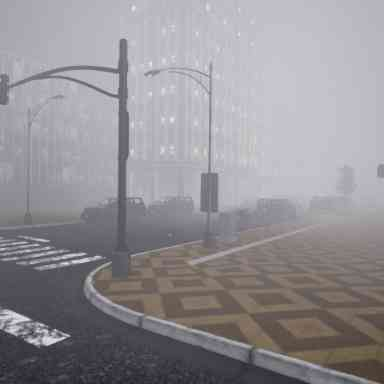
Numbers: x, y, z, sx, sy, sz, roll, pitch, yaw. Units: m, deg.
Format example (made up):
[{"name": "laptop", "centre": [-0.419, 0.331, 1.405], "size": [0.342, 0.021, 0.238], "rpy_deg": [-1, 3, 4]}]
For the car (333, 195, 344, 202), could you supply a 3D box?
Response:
[{"name": "car", "centre": [36.319, 1.570, 82.378], "size": [1.752, 1.417, 4.829], "rpy_deg": [1, 1, 35]}]

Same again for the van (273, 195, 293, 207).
[{"name": "van", "centre": [13.948, 1.345, 50.846], "size": [1.690, 1.788, 3.998], "rpy_deg": [1, 0, 35]}]

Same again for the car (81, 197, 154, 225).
[{"name": "car", "centre": [-5.418, 1.274, 23.775], "size": [2.192, 1.841, 5.009], "rpy_deg": [1, 0, 35]}]

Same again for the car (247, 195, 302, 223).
[{"name": "car", "centre": [6.797, 1.409, 26.927], "size": [2.192, 1.841, 5.009], "rpy_deg": [1, 0, 35]}]

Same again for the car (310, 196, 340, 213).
[{"name": "car", "centre": [15.386, 1.427, 39.164], "size": [2.192, 1.841, 5.009], "rpy_deg": [1, 0, 35]}]

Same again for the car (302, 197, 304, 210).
[{"name": "car", "centre": [10.958, 1.615, 37.450], "size": [2.033, 1.411, 5.357], "rpy_deg": [1, 1, 35]}]

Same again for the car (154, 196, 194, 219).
[{"name": "car", "centre": [-1.755, 1.283, 28.939], "size": [2.192, 1.841, 5.009], "rpy_deg": [1, 0, 35]}]

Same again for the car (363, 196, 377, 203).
[{"name": "car", "centre": [39.634, 1.598, 73.432], "size": [1.967, 1.590, 4.097], "rpy_deg": [1, 1, 35]}]

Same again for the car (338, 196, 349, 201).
[{"name": "car", "centre": [39.612, 1.623, 87.020], "size": [1.947, 1.339, 4.313], "rpy_deg": [1, 1, 35]}]

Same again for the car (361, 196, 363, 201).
[{"name": "car", "centre": [44.102, 1.655, 84.162], "size": [2.128, 1.511, 4.902], "rpy_deg": [1, 1, 35]}]

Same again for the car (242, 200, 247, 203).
[{"name": "car", "centre": [7.769, 1.430, 42.252], "size": [1.967, 1.590, 4.097], "rpy_deg": [1, 0, 35]}]

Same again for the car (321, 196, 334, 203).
[{"name": "car", "centre": [29.996, 1.616, 73.469], "size": [1.802, 1.307, 4.206], "rpy_deg": [1, 1, 35]}]

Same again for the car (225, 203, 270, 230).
[{"name": "car", "centre": [3.299, 1.668, 22.004], "size": [1.802, 1.307, 4.206], "rpy_deg": [1, 0, 35]}]

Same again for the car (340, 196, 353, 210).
[{"name": "car", "centre": [20.374, 1.436, 46.286], "size": [2.192, 1.841, 5.009], "rpy_deg": [1, 0, 35]}]
